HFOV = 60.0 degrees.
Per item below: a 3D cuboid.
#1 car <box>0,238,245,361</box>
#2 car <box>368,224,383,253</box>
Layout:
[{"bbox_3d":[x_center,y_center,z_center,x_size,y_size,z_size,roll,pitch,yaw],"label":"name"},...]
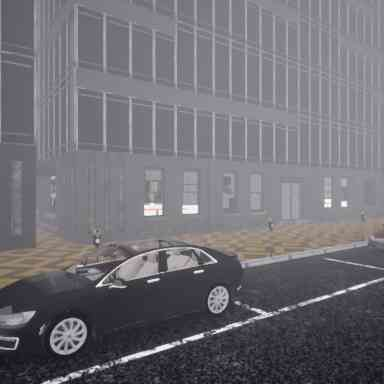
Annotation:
[{"bbox_3d":[-1.016,1.551,5.830,4.403,1.369,2.008,0,0,-35],"label":"car"},{"bbox_3d":[8.270,1.582,12.417,4.206,1.307,1.802,0,0,-35],"label":"car"}]
